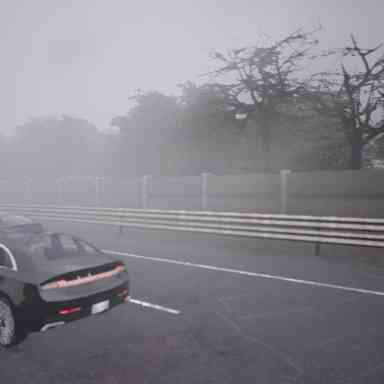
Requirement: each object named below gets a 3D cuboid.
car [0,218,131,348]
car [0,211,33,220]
[{"bbox_3d":[-3.333,1.494,6.324,4.902,1.511,2.128,0,0,35],"label":"car"},{"bbox_3d":[-8.013,1.536,13.877,4.674,1.442,1.812,0,0,35],"label":"car"}]
